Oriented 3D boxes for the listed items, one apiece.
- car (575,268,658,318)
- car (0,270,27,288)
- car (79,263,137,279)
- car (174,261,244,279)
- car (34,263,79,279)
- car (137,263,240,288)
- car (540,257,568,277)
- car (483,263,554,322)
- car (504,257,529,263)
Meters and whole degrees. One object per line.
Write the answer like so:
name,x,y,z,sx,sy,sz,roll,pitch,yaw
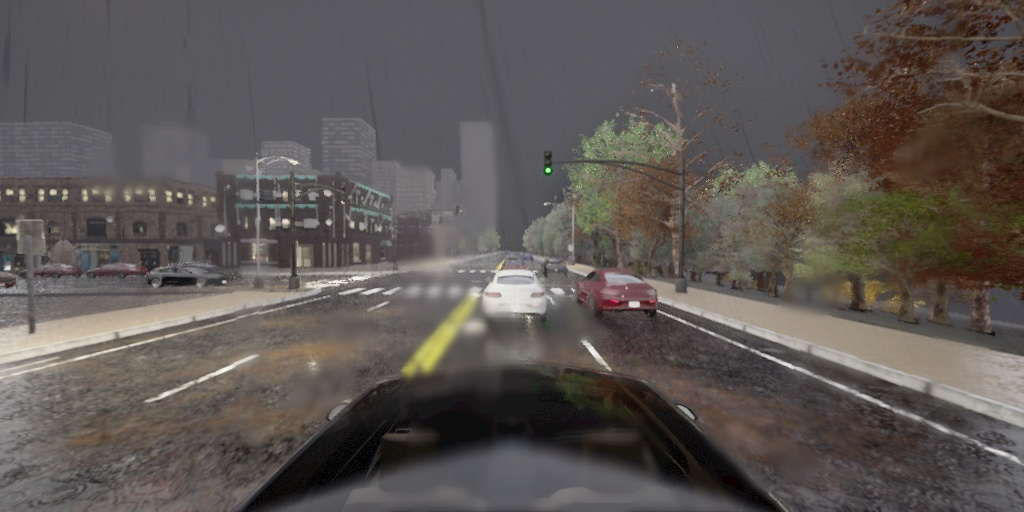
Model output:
car,3.342,1.119,12.090,1.812,1.442,4.674,0,1,0
car,-33.810,1.286,22.382,4.097,1.591,1.967,0,0,0
car,-33.796,1.219,30.760,4.207,1.307,1.802,0,0,0
car,-21.901,1.194,24.929,5.357,1.411,2.033,-1,1,0
car,-39.330,1.281,30.772,4.207,1.307,1.802,0,0,0
car,-19.933,1.257,22.230,4.313,1.339,1.948,0,0,0
car,3.368,0.826,29.225,2.128,1.511,4.902,0,1,0
car,0.109,1.128,11.525,1.812,1.442,4.674,0,1,0
car,0.118,0.949,28.281,1.895,1.301,4.718,0,1,0
